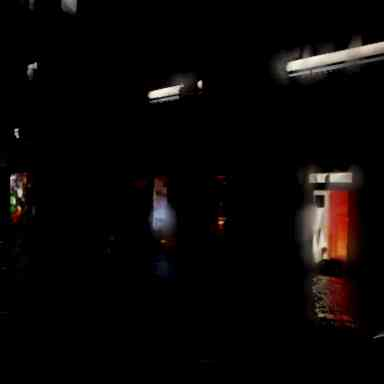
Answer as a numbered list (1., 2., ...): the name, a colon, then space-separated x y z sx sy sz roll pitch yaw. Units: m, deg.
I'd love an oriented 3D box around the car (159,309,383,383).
1. car: 2.003 1.319 1.264 5.009 1.841 2.192 0 1 36
